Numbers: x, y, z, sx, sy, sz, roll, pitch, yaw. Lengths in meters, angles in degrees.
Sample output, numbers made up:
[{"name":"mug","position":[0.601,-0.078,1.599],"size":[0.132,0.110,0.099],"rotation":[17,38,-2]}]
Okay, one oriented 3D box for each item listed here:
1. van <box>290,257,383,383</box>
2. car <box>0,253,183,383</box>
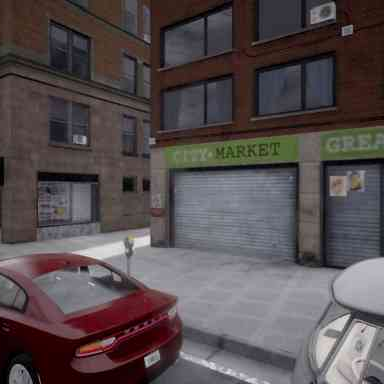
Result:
[{"name":"van","position":[2.395,1.341,1.367],"size":[3.998,1.788,1.690],"rotation":[0,0,35]},{"name":"car","position":[-2.214,1.544,4.653],"size":[4.507,1.381,1.887],"rotation":[0,0,35]}]
